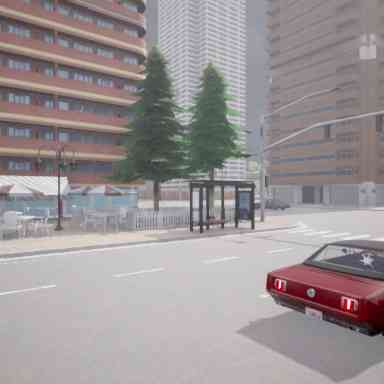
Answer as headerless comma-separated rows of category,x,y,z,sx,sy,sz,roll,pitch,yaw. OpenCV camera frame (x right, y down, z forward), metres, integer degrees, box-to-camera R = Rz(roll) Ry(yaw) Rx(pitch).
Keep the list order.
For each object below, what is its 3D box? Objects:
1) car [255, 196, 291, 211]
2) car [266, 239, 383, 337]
car,10.057,1.603,42.697,2.033,1.411,5.357,0,0,-36
car,3.697,1.601,6.444,4.718,1.301,1.895,0,0,-36
